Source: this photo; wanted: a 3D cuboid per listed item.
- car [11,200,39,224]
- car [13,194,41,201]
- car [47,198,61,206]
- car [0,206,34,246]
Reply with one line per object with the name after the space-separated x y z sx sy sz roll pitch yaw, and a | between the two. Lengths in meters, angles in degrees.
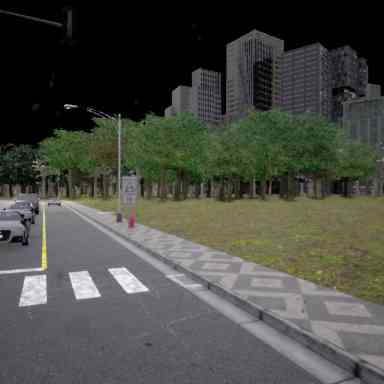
-12.295 1.539 23.761 1.994 1.385 4.181 0 0 -24 | car
-16.608 1.185 33.560 2.150 2.045 5.566 0 0 -24 | car
-21.603 1.538 52.031 1.895 1.301 4.718 0 0 -24 | car
-8.278 1.548 14.695 1.994 1.385 4.181 0 0 -24 | car
